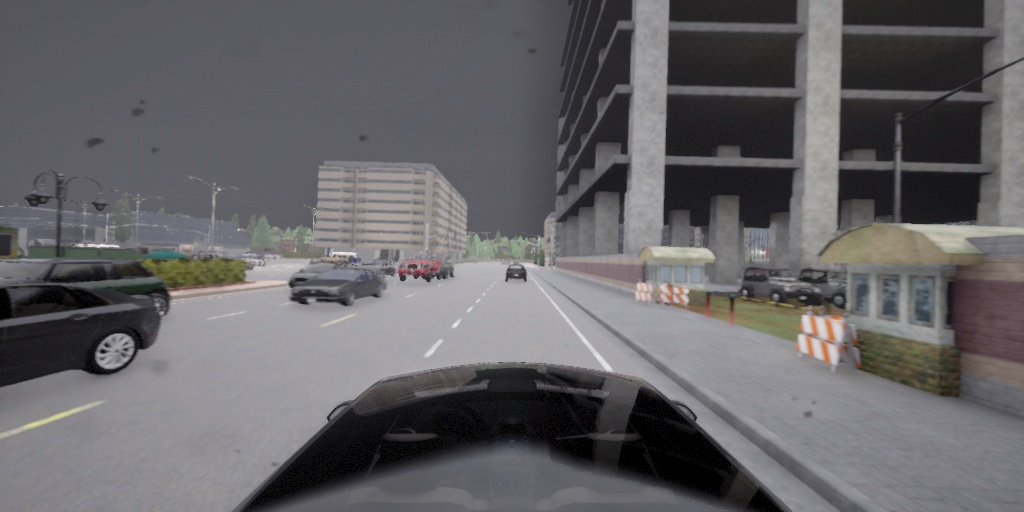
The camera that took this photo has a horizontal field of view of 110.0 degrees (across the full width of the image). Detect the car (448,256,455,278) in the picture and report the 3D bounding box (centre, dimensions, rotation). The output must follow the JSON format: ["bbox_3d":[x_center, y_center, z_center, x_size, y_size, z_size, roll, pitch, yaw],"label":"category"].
[{"bbox_3d":[-6.641,1.018,32.606,2.150,2.045,5.566,2,-1,1],"label":"car"}]

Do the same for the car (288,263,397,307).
[{"bbox_3d":[-6.923,1.190,15.131,2.033,1.411,5.357,2,0,1],"label":"car"}]

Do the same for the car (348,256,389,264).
[{"bbox_3d":[-10.163,0.907,26.905,1.994,1.385,4.181,2,0,1],"label":"car"}]

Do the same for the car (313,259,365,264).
[{"bbox_3d":[-10.353,1.079,20.090,1.837,1.490,4.892,2,0,1],"label":"car"}]

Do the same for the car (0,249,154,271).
[{"bbox_3d":[-10.505,0.822,7.967,2.097,1.767,4.553,2,0,1],"label":"car"}]

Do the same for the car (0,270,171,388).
[{"bbox_3d":[-7.061,1.053,4.211,1.837,1.490,4.892,2,0,1],"label":"car"}]

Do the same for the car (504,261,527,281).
[{"bbox_3d":[0.410,1.535,33.819,1.882,1.535,5.008,2,-1,1],"label":"car"}]

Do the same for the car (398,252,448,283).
[{"bbox_3d":[-6.655,0.690,26.832,2.150,2.045,5.566,2,0,1],"label":"car"}]
